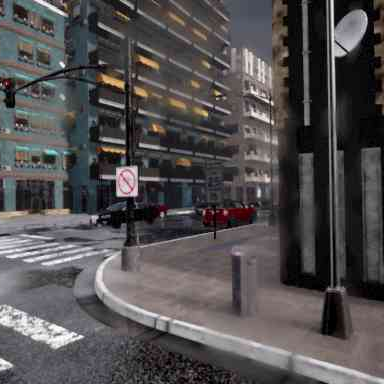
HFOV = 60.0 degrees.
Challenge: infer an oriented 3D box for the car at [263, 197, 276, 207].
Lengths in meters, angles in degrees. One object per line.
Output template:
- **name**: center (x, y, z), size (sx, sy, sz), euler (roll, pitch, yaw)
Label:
- **car**: center (8.845, 1.311, 43.501), size (1.947, 1.339, 4.313), euler (-1, 0, 36)

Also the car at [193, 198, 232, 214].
- **car**: center (2.180, 1.384, 34.339), size (2.008, 1.369, 4.403), euler (-1, 0, 36)

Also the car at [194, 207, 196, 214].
- **car**: center (2.073, 1.318, 29.799), size (1.837, 1.490, 4.892), euler (-1, 0, 36)

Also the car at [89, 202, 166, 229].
- **car**: center (-4.215, 1.389, 21.159), size (2.128, 1.511, 4.902), euler (-1, 0, 36)

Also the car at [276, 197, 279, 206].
- **car**: center (12.321, 1.028, 43.820), size (2.097, 1.767, 4.553), euler (-1, 0, 36)

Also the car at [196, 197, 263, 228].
- **car**: center (2.383, 1.201, 20.186), size (1.967, 1.590, 4.097), euler (-1, 0, 36)
